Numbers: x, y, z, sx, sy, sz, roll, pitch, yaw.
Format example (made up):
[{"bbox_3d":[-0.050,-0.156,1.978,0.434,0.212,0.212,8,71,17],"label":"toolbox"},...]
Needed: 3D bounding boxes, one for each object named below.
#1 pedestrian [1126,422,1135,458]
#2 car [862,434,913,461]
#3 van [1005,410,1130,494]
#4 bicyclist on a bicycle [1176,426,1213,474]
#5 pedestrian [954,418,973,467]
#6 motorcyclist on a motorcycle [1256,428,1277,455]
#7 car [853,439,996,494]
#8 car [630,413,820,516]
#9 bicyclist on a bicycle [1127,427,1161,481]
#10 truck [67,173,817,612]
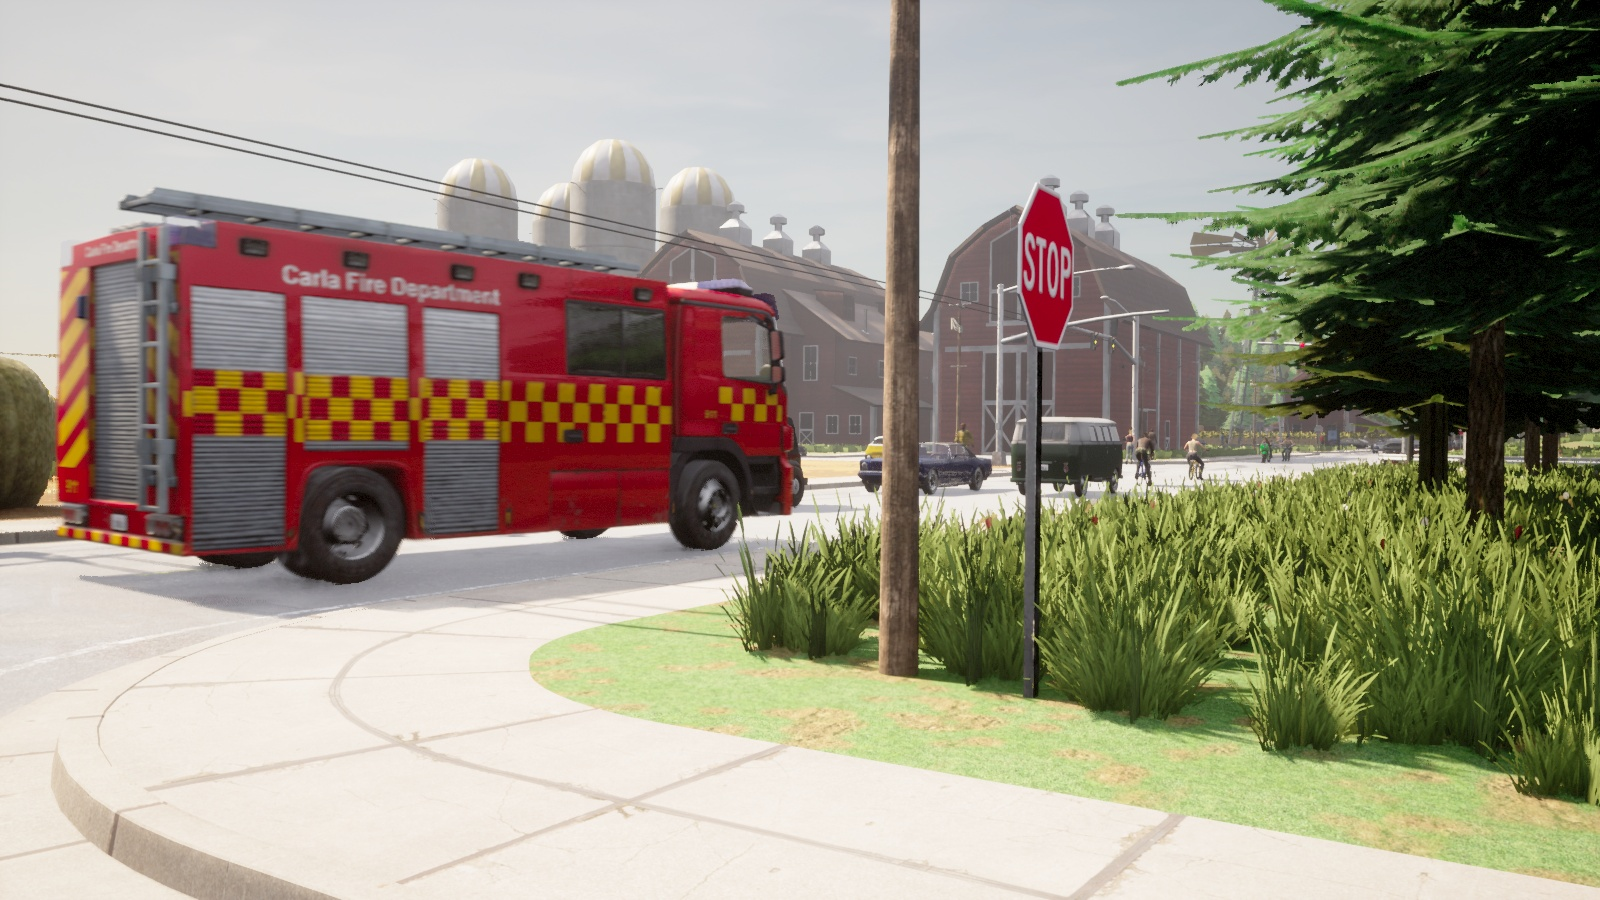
[{"bbox_3d":[17.033,-0.500,64.723,0.345,1.836,0.594,0,1,27],"label":"pedestrian"},{"bbox_3d":[4.517,-0.138,64.968,2.207,1.376,1.481,0,1,30],"label":"car"},{"bbox_3d":[6.932,0.016,32.205,1.775,1.987,4.442,0,1,31],"label":"van"},{"bbox_3d":[13.684,-0.015,43.524,0.866,1.612,1.509,0,1,31],"label":"bicyclist on a bicycle"},{"bbox_3d":[6.127,-0.286,47.180,0.370,1.835,0.726,0,1,39],"label":"pedestrian"},{"bbox_3d":[26.969,-0.487,72.584,0.797,1.523,2.044,0,1,31],"label":"motorcyclist on a motorcycle"},{"bbox_3d":[3.359,0.385,33.049,1.895,1.301,4.718,0,1,31],"label":"car"},{"bbox_3d":[-1.407,0.233,25.069,1.905,1.878,3.866,0,1,31],"label":"car"},{"bbox_3d":[10.448,0.104,38.093,0.582,1.620,1.656,0,1,31],"label":"bicyclist on a bicycle"},{"bbox_3d":[-3.610,-0.572,15.111,2.891,3.827,8.468,0,1,40],"label":"truck"}]
